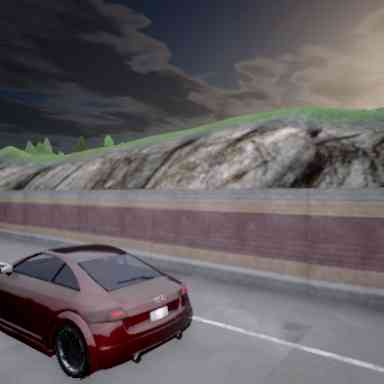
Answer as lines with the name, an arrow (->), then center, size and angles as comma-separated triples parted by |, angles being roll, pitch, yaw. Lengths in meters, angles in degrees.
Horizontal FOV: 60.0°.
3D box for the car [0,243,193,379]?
car -> -2.044, 1.589, 5.623 | 4.181, 1.385, 1.994 | 0, 0, 37
